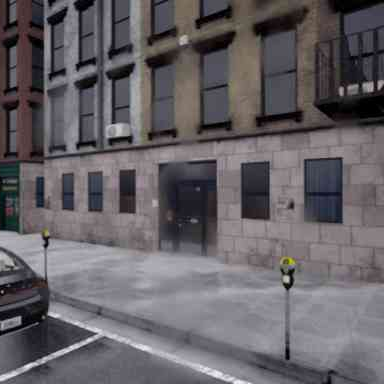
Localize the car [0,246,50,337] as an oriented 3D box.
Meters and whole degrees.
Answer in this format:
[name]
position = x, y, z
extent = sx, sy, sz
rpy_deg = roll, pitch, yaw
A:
[car]
position = -4.259, 1.574, 5.837
extent = 4.403, 1.369, 2.008
rpy_deg = 0, 0, 35
